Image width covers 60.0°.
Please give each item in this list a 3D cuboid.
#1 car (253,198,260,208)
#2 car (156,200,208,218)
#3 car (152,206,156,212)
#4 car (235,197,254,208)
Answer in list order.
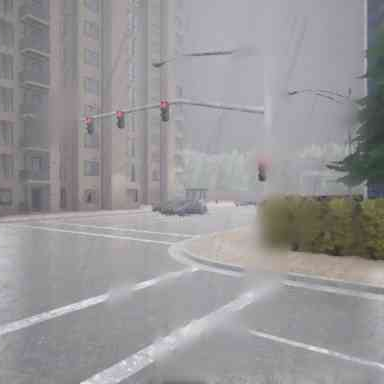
[{"bbox_3d":[10.852,1.613,46.561,1.895,1.301,4.718,0,0,36],"label":"car"},{"bbox_3d":[-0.539,1.547,31.087,2.033,1.411,5.357,0,0,36],"label":"car"},{"bbox_3d":[-1.835,1.547,35.249,2.033,1.411,5.357,0,0,36],"label":"car"},{"bbox_3d":[8.041,1.440,48.646,2.128,1.511,4.902,0,0,36],"label":"car"}]
